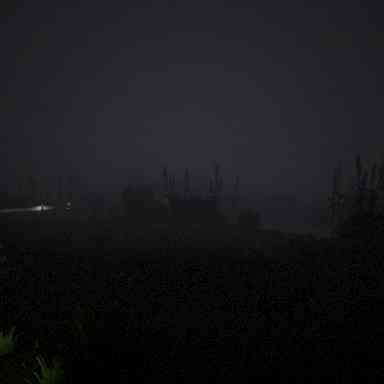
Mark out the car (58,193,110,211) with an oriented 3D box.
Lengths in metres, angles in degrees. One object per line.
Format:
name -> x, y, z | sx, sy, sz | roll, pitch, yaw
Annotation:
car -> -10.061, 0.924, 30.988 | 2.097, 1.767, 4.553 | 0, 2, 42

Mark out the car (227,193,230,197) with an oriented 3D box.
car -> 5.362, 0.924, 47.651 | 2.128, 1.511, 4.902 | 0, -2, 44
